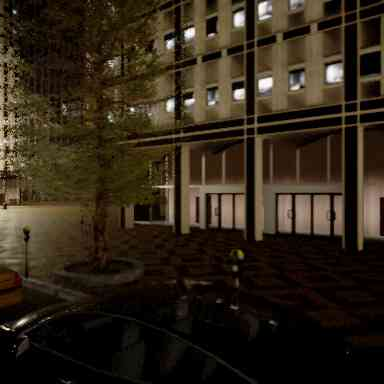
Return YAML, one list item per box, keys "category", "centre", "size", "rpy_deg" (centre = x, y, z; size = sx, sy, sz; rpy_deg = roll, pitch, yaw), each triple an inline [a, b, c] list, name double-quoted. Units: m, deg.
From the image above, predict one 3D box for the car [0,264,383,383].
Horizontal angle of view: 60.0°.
- category: "car"
  centre: [-0.454, 1.565, 3.200]
  size: [4.313, 1.339, 1.947]
  rpy_deg: [0, 0, 35]
